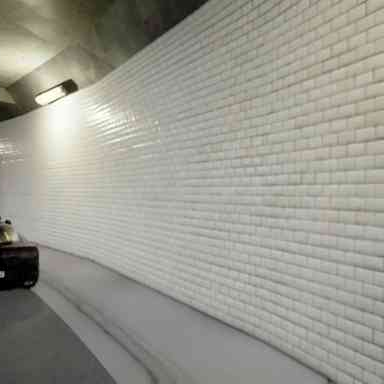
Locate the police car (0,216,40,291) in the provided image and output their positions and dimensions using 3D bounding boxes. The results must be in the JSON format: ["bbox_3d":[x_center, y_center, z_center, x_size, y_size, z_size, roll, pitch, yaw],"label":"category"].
[{"bbox_3d":[-5.495,1.404,8.409,1.930,1.638,5.238,1,0,-42],"label":"police car"}]
